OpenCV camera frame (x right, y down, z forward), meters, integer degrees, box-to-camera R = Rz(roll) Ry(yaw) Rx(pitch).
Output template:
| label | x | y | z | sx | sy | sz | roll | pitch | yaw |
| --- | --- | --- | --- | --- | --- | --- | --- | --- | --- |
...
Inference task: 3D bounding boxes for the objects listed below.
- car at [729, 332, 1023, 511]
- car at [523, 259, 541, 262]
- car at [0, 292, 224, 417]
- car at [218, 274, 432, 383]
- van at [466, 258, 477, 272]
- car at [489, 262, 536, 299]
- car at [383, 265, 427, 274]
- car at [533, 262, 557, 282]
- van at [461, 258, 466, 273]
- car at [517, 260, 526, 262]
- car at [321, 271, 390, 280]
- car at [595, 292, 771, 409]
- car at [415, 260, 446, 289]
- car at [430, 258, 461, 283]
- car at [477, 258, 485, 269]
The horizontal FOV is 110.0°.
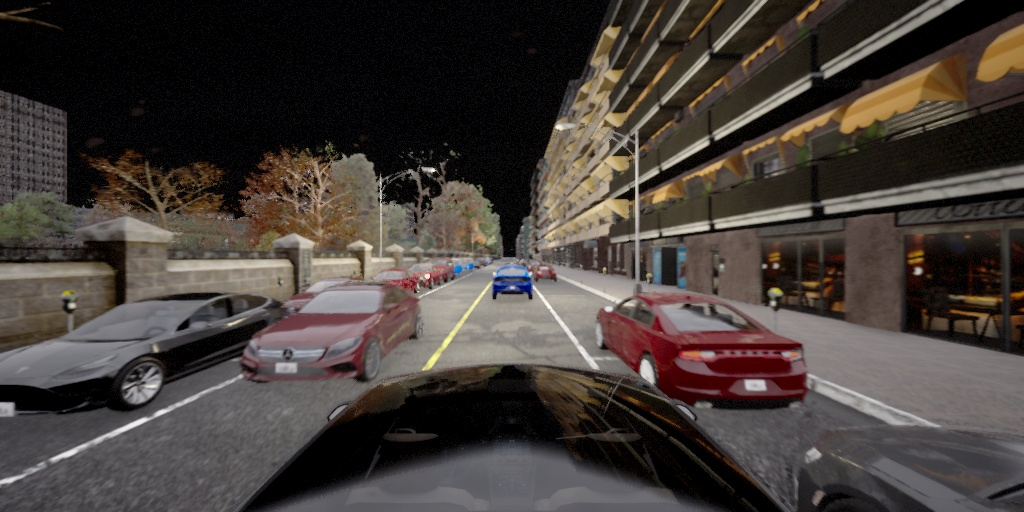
| label | x | y | z | sx | sy | sz | roll | pitch | yaw |
| --- | --- | --- | --- | --- | --- | --- | --- | --- | --- |
| car | 2.699 | 1.293 | 0.557 | 2.007 | 1.370 | 4.403 | 0 | 0 | 0 |
| car | 2.562 | 1.224 | 39.966 | 1.967 | 1.591 | 4.097 | 0 | 0 | 0 |
| car | -5.700 | 1.332 | 6.159 | 1.948 | 1.339 | 4.313 | 0 | 0 | 0 |
| car | -3.112 | 1.285 | 7.268 | 1.812 | 1.442 | 4.674 | 0 | 0 | 0 |
| van | -5.838 | 1.157 | 45.567 | 1.690 | 1.789 | 3.998 | 0 | 0 | 0 |
| car | 0.024 | 1.234 | 18.157 | 1.882 | 1.535 | 5.008 | 0 | 0 | 0 |
| car | -5.740 | 1.316 | 17.417 | 1.888 | 1.381 | 4.507 | 0 | 0 | 0 |
| car | 2.601 | 1.348 | 28.705 | 1.802 | 1.307 | 4.207 | 0 | 0 | 0 |
| van | -5.798 | 1.138 | 34.306 | 1.690 | 1.789 | 3.998 | 0 | 0 | 0 |
| car | -0.028 | 1.330 | 34.428 | 2.033 | 1.411 | 5.357 | 0 | 0 | 0 |
| car | -5.721 | 1.349 | 11.790 | 1.802 | 1.307 | 4.207 | 0 | 0 | 0 |
| car | 2.680 | 1.289 | 6.188 | 1.888 | 1.381 | 4.507 | 0 | 0 | 0 |
| car | -5.759 | 1.219 | 23.045 | 1.967 | 1.591 | 4.097 | 0 | 0 | 0 |
| car | -5.779 | 1.103 | 28.676 | 2.192 | 1.841 | 5.009 | 0 | 0 | 0 |
| car | -5.878 | 1.402 | 56.828 | 1.948 | 1.339 | 4.313 | 0 | 0 | 0 |
